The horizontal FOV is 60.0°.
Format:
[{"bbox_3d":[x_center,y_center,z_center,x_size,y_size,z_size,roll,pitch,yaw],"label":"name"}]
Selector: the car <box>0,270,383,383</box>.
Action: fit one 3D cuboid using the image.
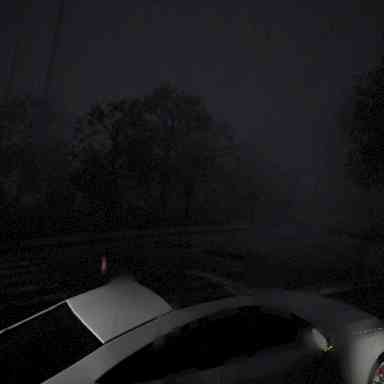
[{"bbox_3d":[0.136,1.534,3.200,4.674,1.442,1.812,0,0,-33],"label":"car"}]
